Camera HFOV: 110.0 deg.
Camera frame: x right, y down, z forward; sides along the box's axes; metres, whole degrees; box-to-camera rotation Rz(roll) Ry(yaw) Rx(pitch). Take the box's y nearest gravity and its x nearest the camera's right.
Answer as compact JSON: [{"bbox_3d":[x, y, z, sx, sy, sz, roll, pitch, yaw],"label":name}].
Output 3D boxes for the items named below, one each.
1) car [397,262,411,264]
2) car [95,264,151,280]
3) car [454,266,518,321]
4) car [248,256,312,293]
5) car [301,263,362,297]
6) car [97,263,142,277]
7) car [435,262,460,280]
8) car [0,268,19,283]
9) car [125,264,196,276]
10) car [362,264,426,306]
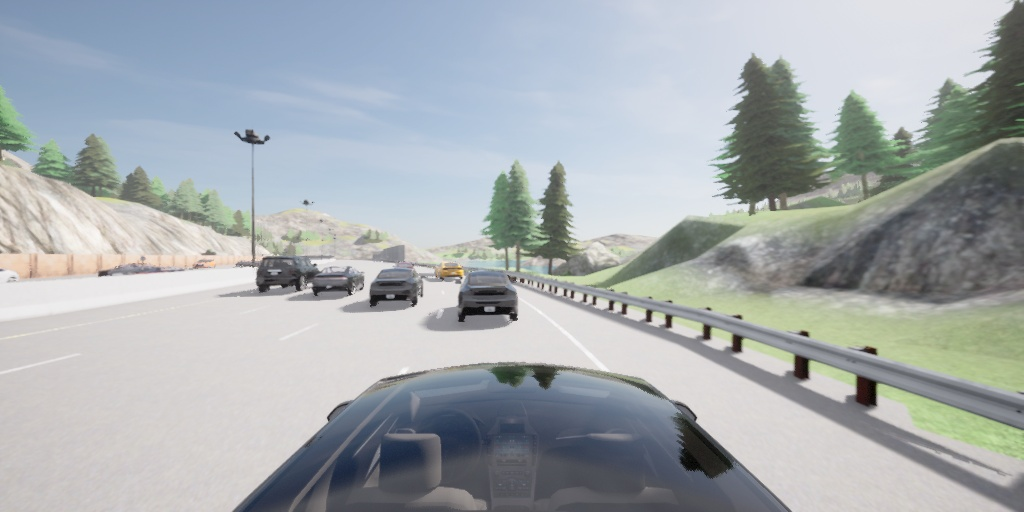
[{"bbox_3d":[-10.278,1.316,34.056,1.812,1.442,4.674,0,0,-21],"label":"car"},{"bbox_3d":[-37.242,1.516,34.498,1.895,1.301,4.718,0,0,-24],"label":"car"},{"bbox_3d":[-0.912,1.257,12.526,1.837,1.490,4.892,0,0,-7],"label":"car"},{"bbox_3d":[-13.370,1.029,21.732,2.150,2.045,5.566,0,0,-15],"label":"car"},{"bbox_3d":[-9.279,1.281,19.468,2.128,1.511,4.902,0,0,-13],"label":"car"},{"bbox_3d":[-31.385,1.382,29.924,2.128,1.511,4.902,0,0,-24],"label":"car"},{"bbox_3d":[-5.624,1.247,31.650,1.882,1.535,5.008,0,0,-20],"label":"car"},{"bbox_3d":[-36.723,1.440,24.607,1.812,1.442,4.674,0,0,-23],"label":"car"},{"bbox_3d":[-26.446,1.468,27.195,1.895,1.301,4.718,0,0,-22],"label":"car"},{"bbox_3d":[-4.991,1.275,15.919,1.837,1.490,4.892,0,0,-10],"label":"car"}]
